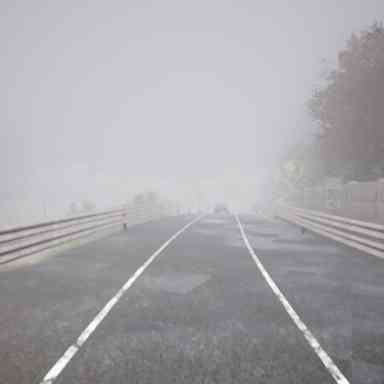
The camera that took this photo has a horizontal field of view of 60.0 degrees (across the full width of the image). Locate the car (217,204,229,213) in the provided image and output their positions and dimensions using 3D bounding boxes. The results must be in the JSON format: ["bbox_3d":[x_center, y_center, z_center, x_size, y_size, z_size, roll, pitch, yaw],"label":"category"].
[{"bbox_3d":[5.306,2.832,55.917,1.812,1.442,4.674,0,-4,8],"label":"car"}]

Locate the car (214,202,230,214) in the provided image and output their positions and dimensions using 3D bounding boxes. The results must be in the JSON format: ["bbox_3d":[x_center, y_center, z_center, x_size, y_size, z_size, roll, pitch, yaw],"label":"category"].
[{"bbox_3d":[3.994,2.178,45.621,2.128,1.511,4.902,0,-3,7],"label":"car"}]
